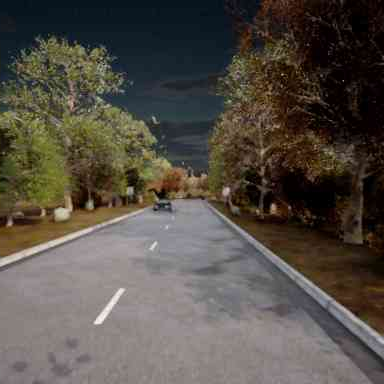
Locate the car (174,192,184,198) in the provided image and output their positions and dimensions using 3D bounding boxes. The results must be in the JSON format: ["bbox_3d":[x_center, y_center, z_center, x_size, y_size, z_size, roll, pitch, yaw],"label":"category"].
[{"bbox_3d":[-3.093,0.914,78.939,2.150,2.045,5.566,0,0,1],"label":"car"}]

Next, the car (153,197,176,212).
[{"bbox_3d":[-3.265,1.545,37.700,1.994,1.385,4.181,0,0,0],"label":"car"}]
